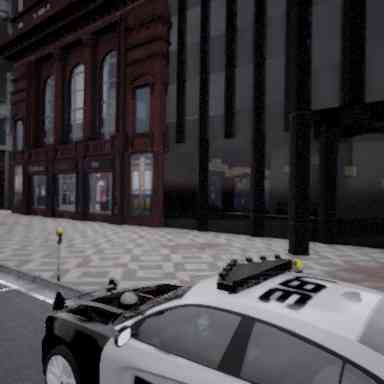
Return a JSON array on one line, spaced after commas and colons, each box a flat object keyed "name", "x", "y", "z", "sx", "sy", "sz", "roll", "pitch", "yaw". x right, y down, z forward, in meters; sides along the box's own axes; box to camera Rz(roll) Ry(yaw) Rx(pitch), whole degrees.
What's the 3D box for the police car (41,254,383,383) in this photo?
[{"name": "police car", "x": 0.453, "y": 1.449, "z": 3.076, "sx": 5.238, "sy": 1.638, "sz": 1.930, "roll": 0, "pitch": 0, "yaw": 38}]
